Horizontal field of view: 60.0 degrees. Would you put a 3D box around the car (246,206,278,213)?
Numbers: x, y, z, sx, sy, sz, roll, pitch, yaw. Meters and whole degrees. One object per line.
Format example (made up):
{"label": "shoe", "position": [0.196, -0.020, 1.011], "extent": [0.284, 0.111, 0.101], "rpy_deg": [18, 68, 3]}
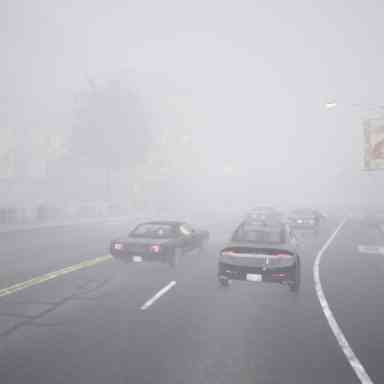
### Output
{"label": "car", "position": [5.430, 1.735, 25.004], "extent": [2.033, 1.411, 5.357], "rpy_deg": [0, 0, 27]}

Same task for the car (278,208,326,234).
{"label": "car", "position": [7.124, 1.706, 20.668], "extent": [2.033, 1.411, 5.357], "rpy_deg": [0, 0, 27]}

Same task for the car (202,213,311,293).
{"label": "car", "position": [1.991, 1.562, 9.198], "extent": [2.128, 1.511, 4.902], "rpy_deg": [0, 0, 17]}

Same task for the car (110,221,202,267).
{"label": "car", "position": [-0.853, 1.685, 11.844], "extent": [1.895, 1.301, 4.718], "rpy_deg": [0, -1, 19]}
